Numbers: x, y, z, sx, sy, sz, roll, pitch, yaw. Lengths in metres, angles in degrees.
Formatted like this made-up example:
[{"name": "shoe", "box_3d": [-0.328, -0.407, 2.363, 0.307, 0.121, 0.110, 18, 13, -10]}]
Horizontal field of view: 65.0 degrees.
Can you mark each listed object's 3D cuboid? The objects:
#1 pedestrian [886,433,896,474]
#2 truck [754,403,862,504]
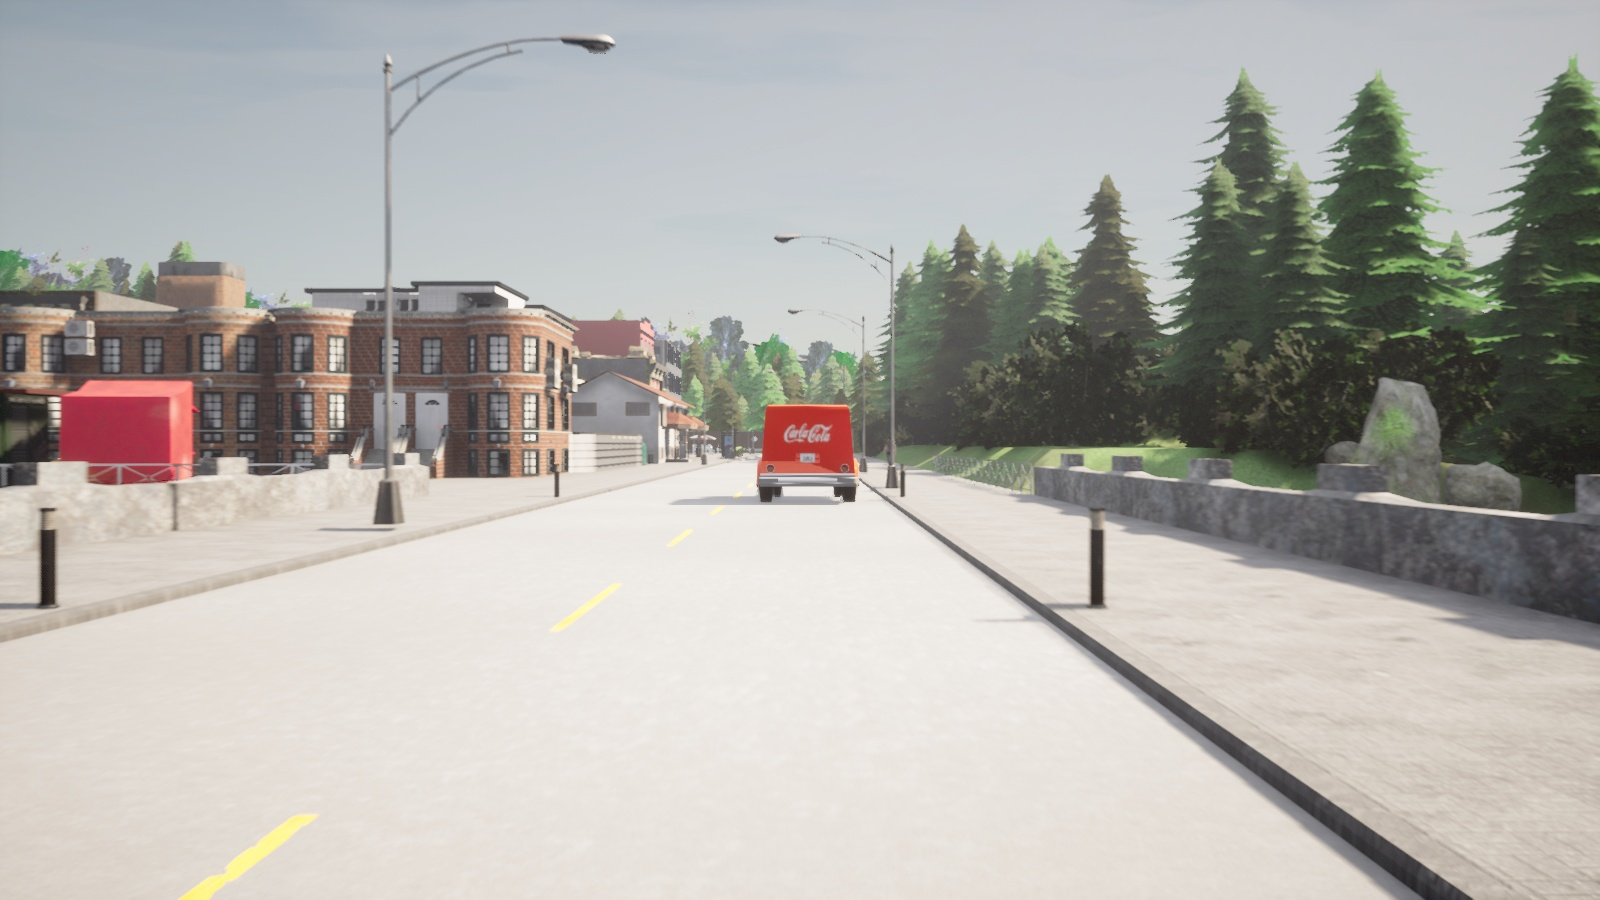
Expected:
[{"name": "pedestrian", "box_3d": [3.989, 0.153, 55.052, 0.328, 1.805, 0.869, 0, 0, 12]}, {"name": "truck", "box_3d": [0.205, 0.074, 33.315, 2.627, 2.467, 5.204, 0, 0, 0]}]
